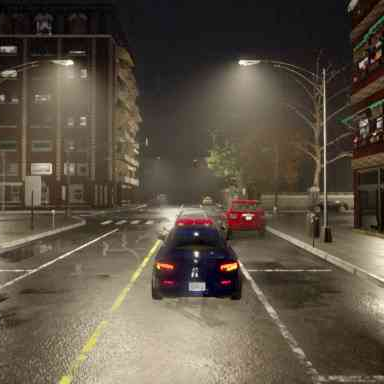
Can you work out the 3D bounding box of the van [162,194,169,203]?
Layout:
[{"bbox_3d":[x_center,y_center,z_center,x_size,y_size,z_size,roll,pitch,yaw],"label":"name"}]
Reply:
[{"bbox_3d":[-5.731,1.383,61.746,1.690,1.788,3.998,1,0,0],"label":"van"}]

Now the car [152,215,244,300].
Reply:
[{"bbox_3d":[0.094,1.529,8.246,1.812,1.442,4.674,0,0,0],"label":"car"}]

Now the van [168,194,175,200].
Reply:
[{"bbox_3d":[-5.763,1.422,94.978,1.690,1.788,3.998,1,0,0],"label":"van"}]

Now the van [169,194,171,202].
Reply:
[{"bbox_3d":[-5.736,1.389,67.285,1.690,1.788,3.998,1,0,0],"label":"van"}]

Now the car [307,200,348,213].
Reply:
[{"bbox_3d":[15.178,1.609,37.223,4.313,1.339,1.947,0,-1,0],"label":"car"}]

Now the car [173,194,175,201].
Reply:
[{"bbox_3d":[-5.750,1.611,78.362,2.008,1.369,4.403,1,0,0],"label":"car"}]

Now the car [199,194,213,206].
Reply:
[{"bbox_3d":[2.651,1.563,56.379,1.752,1.417,4.829,1,0,0],"label":"car"}]

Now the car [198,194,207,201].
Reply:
[{"bbox_3d":[2.628,1.382,83.900,2.192,1.841,5.009,1,0,0],"label":"car"}]

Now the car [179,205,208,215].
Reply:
[{"bbox_3d":[0.084,1.609,17.990,1.895,1.301,4.718,0,0,0],"label":"car"}]

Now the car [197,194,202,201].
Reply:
[{"bbox_3d":[2.635,1.605,72.823,2.008,1.369,4.403,1,0,0],"label":"car"}]

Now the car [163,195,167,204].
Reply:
[{"bbox_3d":[-5.730,1.619,56.207,1.802,1.307,4.206,1,0,0],"label":"car"}]

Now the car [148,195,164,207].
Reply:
[{"bbox_3d":[-5.725,1.614,50.670,1.802,1.307,4.206,1,0,0],"label":"car"}]

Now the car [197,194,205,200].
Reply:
[{"bbox_3d":[2.618,1.396,94.975,2.192,1.841,5.009,1,0,0],"label":"car"}]

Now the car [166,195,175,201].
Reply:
[{"bbox_3d":[-5.761,1.625,89.439,2.008,1.369,4.403,1,0,0],"label":"car"}]

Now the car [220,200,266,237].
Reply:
[{"bbox_3d":[2.691,1.323,18.179,2.192,1.841,5.009,1,0,0],"label":"car"}]

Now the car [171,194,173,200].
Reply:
[{"bbox_3d":[-5.746,1.636,72.823,1.802,1.307,4.206,1,0,0],"label":"car"}]

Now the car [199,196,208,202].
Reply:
[{"bbox_3d":[2.629,1.626,78.362,1.947,1.339,4.313,1,0,0],"label":"car"}]
